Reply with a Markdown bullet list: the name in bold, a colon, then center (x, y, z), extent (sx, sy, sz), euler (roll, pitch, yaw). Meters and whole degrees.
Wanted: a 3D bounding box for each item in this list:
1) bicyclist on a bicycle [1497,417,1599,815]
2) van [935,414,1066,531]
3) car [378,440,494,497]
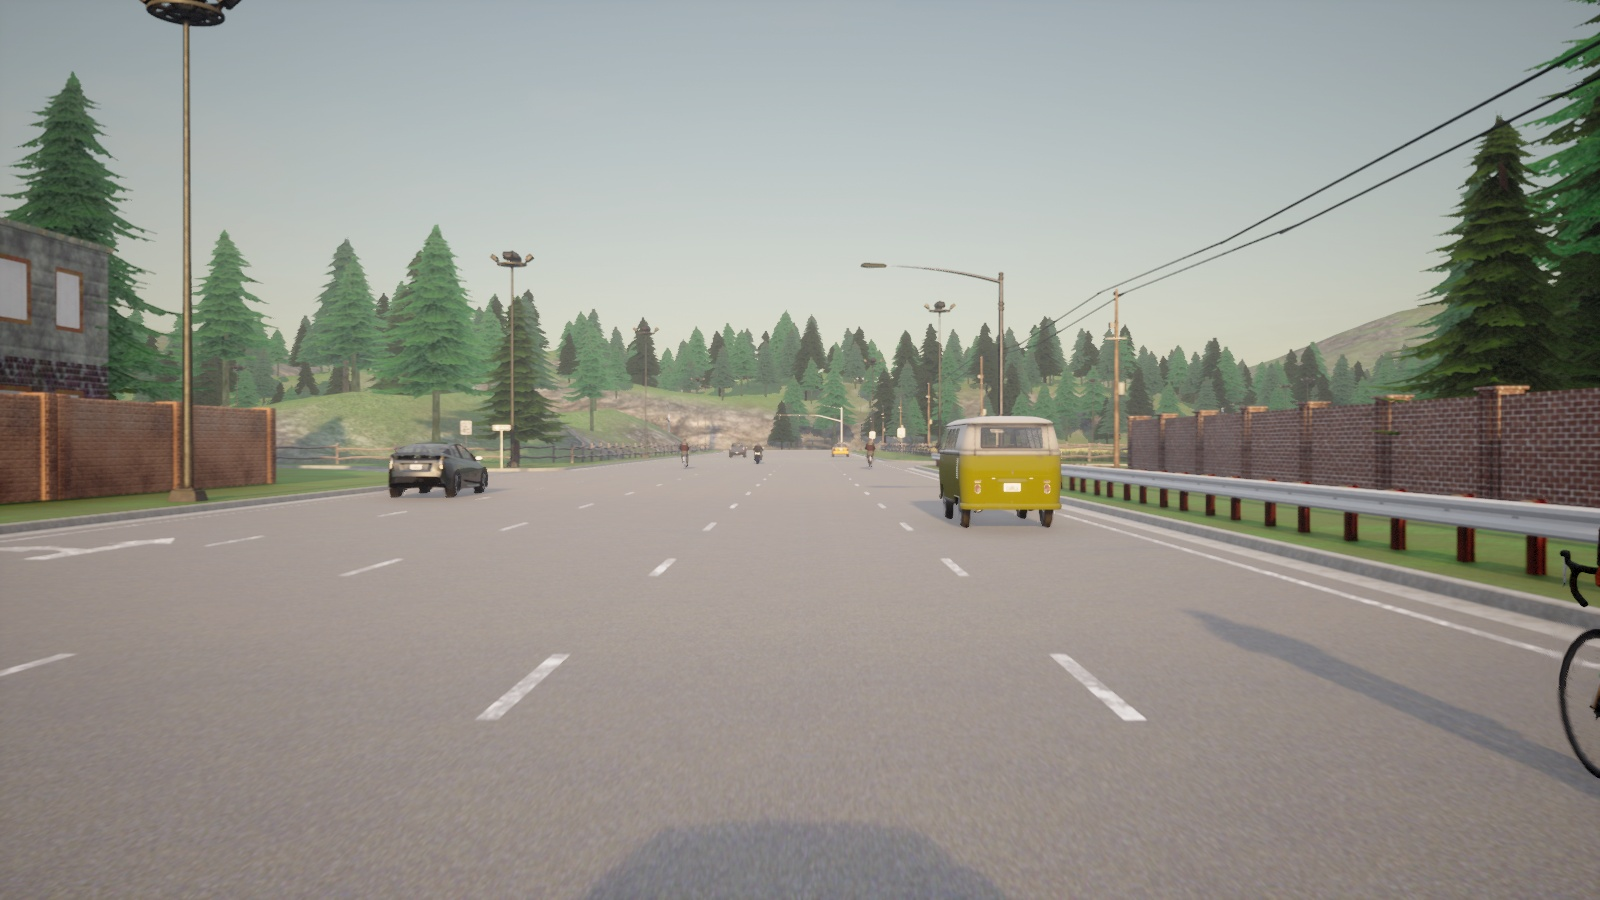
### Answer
- **bicyclist on a bicycle**: center (3.543, 0.674, 5.035), extent (0.582, 1.620, 1.656), euler (0, 0, 0)
- **van**: center (3.649, 0.369, 23.577), extent (1.775, 1.987, 4.442), euler (0, 0, 0)
- **car**: center (-10.296, 0.482, 35.895), extent (2.007, 1.525, 4.514), euler (0, 0, 0)
